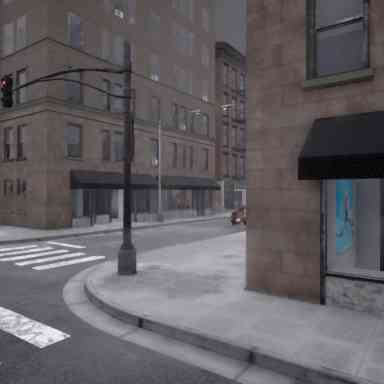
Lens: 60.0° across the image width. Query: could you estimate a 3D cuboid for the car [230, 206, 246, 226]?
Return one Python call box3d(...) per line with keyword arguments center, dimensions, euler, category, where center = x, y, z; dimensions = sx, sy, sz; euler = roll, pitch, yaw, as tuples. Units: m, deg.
box3d(center=(4.398, 1.669, 23.734), dimensions=(1.812, 1.442, 4.674), euler=(0, 0, 36), category="car")
